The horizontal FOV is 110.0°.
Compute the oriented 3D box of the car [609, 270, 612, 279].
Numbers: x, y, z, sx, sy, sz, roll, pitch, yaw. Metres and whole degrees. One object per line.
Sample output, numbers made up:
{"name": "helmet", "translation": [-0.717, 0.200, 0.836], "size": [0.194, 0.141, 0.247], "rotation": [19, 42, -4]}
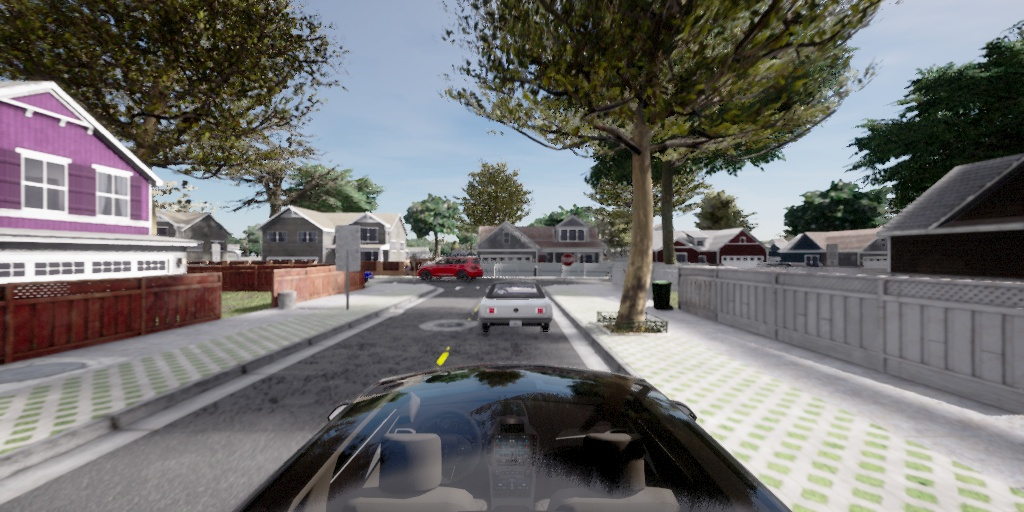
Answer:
{"name": "car", "translation": [10.836, 1.460, 30.882], "size": [4.902, 1.511, 2.128], "rotation": [0, 0, -1]}

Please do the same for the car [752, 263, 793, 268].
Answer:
{"name": "car", "translation": [21.924, 1.364, 30.989], "size": [4.553, 1.767, 2.097], "rotation": [0, 0, -1]}

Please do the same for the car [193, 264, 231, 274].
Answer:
{"name": "car", "translation": [-23.664, 1.362, 27.580], "size": [4.674, 1.442, 1.812], "rotation": [0, 0, 0]}

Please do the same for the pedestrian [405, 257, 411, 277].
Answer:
{"name": "pedestrian", "translation": [-9.767, 1.013, 33.579], "size": [0.375, 1.860, 0.375], "rotation": [0, 0, -1]}

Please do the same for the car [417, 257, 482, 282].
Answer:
{"name": "car", "translation": [-5.311, 1.123, 30.844], "size": [5.566, 2.045, 2.150], "rotation": [0, -1, 15]}

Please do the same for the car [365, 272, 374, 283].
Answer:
{"name": "car", "translation": [-13.242, 1.480, 27.685], "size": [4.718, 1.301, 1.895], "rotation": [0, 0, -1]}

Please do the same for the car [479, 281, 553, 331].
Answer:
{"name": "car", "translation": [0.101, 1.410, 11.185], "size": [1.895, 1.301, 4.718], "rotation": [0, 0, 0]}
